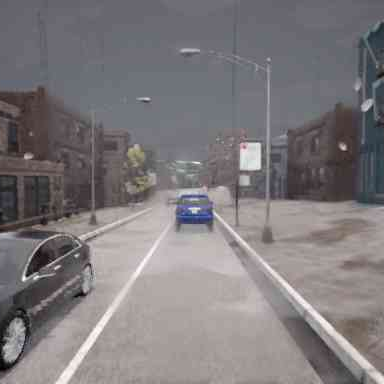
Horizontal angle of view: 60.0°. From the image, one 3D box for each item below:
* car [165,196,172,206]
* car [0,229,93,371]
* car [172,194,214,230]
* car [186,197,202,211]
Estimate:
[{"bbox_3d":[-2.868,1.285,49.816,2.128,1.511,4.902,0,0,1],"label":"car"},{"bbox_3d":[-3.157,1.497,5.722,1.837,1.490,4.892,0,0,0],"label":"car"},{"bbox_3d":[0.146,1.148,20.529,2.150,2.045,5.566,0,0,0],"label":"car"},{"bbox_3d":[0.239,1.368,38.878,1.812,1.442,4.674,0,0,0],"label":"car"}]
